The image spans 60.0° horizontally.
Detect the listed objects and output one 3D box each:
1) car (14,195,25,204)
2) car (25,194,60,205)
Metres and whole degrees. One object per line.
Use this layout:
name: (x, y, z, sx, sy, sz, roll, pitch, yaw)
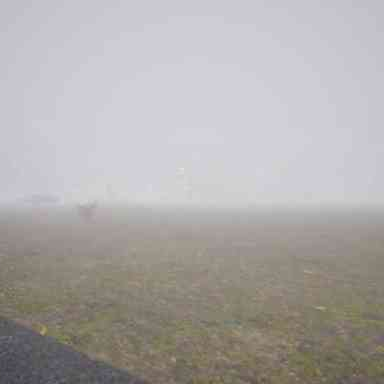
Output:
car: (-33.702, 1.463, 67.506, 2.097, 1.767, 4.553, 0, 0, 34)
car: (-28.064, 1.358, 63.323, 2.150, 2.045, 5.566, 0, 0, 34)
